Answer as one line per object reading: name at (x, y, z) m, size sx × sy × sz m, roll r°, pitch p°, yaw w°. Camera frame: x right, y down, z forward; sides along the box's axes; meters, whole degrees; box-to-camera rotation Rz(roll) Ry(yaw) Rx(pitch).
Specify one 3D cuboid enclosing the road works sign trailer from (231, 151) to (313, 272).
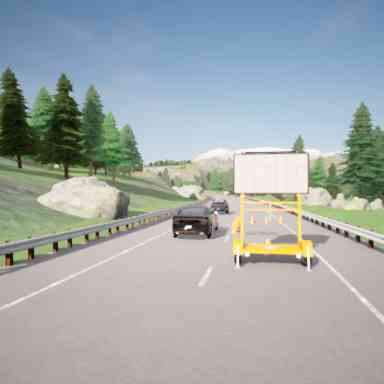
road works sign trailer at (2.576, 0.463, 10.980) m, size 2.380 × 3.560 × 2.880 m, roll 0°, pitch 0°, yaw 10°

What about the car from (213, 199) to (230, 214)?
car at (2.988, 1.485, 35.608) m, size 2.128 × 1.511 × 4.902 m, roll 0°, pitch 0°, yaw 8°

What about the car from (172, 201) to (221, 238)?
car at (0.279, 1.474, 17.810) m, size 1.882 × 1.535 × 5.008 m, roll 0°, pitch 0°, yaw 10°
